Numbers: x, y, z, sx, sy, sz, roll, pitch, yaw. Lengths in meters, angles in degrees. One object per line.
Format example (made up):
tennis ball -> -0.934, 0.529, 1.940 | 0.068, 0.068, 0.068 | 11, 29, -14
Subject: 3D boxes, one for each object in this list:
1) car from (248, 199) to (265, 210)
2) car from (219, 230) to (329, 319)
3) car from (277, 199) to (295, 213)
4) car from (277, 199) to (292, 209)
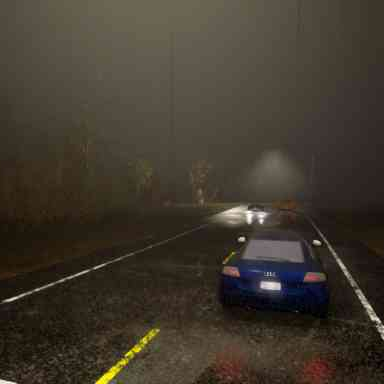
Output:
car -> 8.210, 1.616, 42.349 | 1.895, 1.301, 4.718 | 0, 0, 14
car -> 1.938, 1.563, 7.569 | 1.994, 1.385, 4.181 | 0, 0, 17
car -> 10.630, 1.486, 37.604 | 1.882, 1.535, 5.008 | 0, 0, 15
car -> 13.075, 1.628, 47.363 | 1.895, 1.301, 4.718 | 0, 0, 13
